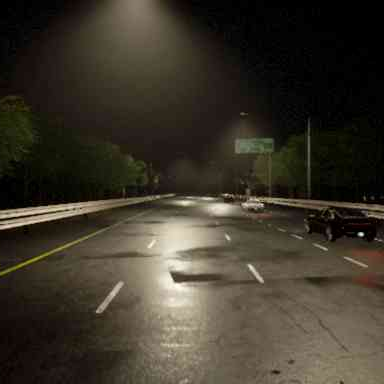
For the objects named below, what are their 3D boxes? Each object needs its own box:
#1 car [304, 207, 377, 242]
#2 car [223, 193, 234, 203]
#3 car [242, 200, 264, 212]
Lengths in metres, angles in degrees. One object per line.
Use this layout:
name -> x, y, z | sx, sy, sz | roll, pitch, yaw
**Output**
car -> 7.019, 1.507, 16.221 | 1.837, 1.490, 4.892 | 0, 0, 0
car -> 7.231, 1.452, 66.472 | 2.128, 1.511, 4.902 | 0, 0, 0
car -> 7.093, 1.591, 39.056 | 1.895, 1.301, 4.718 | 0, 0, 0
